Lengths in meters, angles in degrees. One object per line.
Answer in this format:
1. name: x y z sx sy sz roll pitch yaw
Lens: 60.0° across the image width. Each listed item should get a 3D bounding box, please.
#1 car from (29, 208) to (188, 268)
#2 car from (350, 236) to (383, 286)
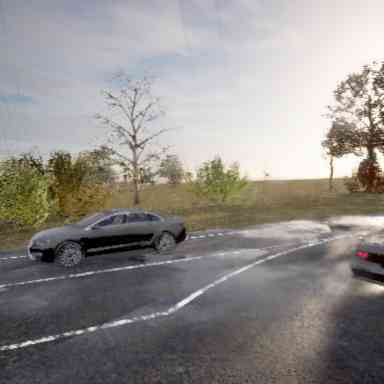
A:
1. car: -2.508 1.306 10.679 4.902 1.511 2.128 -2 1 -28
2. car: 5.791 1.214 7.125 5.357 1.411 2.033 -2 1 -28
